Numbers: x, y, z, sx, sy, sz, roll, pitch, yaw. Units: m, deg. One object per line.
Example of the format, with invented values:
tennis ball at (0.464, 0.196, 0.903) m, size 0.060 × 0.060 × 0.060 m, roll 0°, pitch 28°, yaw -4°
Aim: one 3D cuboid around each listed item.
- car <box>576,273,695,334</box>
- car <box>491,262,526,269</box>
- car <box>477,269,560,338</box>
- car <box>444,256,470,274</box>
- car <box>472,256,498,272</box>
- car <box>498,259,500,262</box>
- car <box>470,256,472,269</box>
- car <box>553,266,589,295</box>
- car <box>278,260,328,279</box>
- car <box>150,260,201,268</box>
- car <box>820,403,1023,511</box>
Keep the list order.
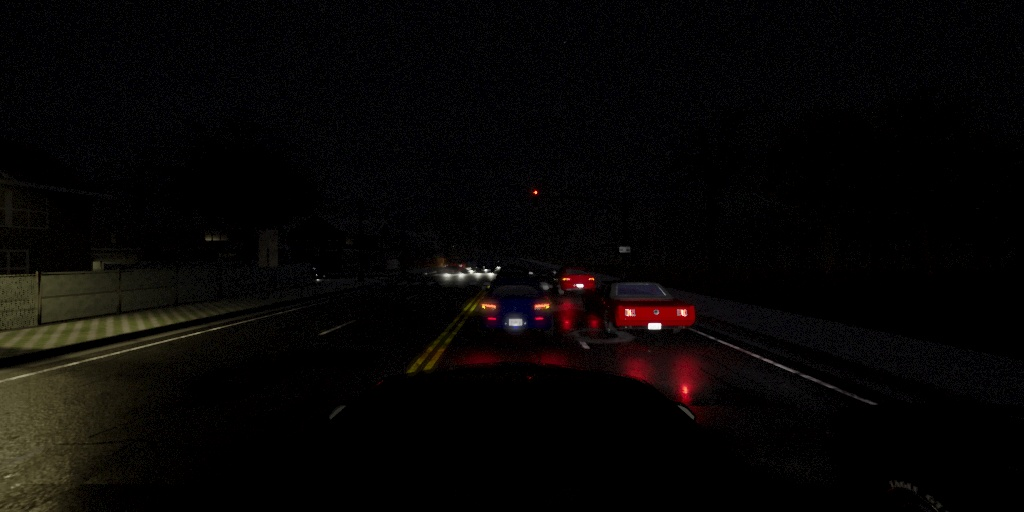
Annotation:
car at (3.342, 1.351, 10.582) m, size 1.895 × 1.301 × 4.718 m, roll 0°, pitch 0°, yaw 0°
car at (0.071, 1.254, 19.364) m, size 1.837 × 1.490 × 4.892 m, roll 0°, pitch 0°, yaw 0°
car at (0.089, 1.275, 10.102) m, size 1.812 × 1.442 × 4.674 m, roll 0°, pitch 0°, yaw 0°
car at (-6.565, 1.093, 41.995) m, size 2.097 × 1.767 × 4.553 m, roll 0°, pitch 0°, yaw 0°
car at (-3.307, 0.963, 45.274) m, size 2.150 × 2.045 × 5.566 m, roll 0°, pitch 0°, yaw 1°
car at (-3.299, 1.278, 56.118) m, size 2.033 × 1.411 × 5.357 m, roll 0°, pitch 0°, yaw 0°
car at (-6.549, 0.956, 53.157) m, size 2.150 × 2.045 × 5.566 m, roll 0°, pitch 0°, yaw 0°
car at (3.323, 1.275, 19.690) m, size 1.812 × 1.442 × 4.674 m, roll 0°, pitch 0°, yaw 0°
car at (-18.192, 1.129, 30.416) m, size 4.553 × 1.767 × 2.097 m, roll 0°, pitch 0°, yaw 0°
car at (-28.436, 1.147, 30.444) m, size 4.553 × 1.767 × 2.097 m, roll 0°, pitch 0°, yaw 0°
car at (3.348, 1.351, 0.631) m, size 1.895 × 1.301 × 4.718 m, roll 0°, pitch 0°, yaw 0°
